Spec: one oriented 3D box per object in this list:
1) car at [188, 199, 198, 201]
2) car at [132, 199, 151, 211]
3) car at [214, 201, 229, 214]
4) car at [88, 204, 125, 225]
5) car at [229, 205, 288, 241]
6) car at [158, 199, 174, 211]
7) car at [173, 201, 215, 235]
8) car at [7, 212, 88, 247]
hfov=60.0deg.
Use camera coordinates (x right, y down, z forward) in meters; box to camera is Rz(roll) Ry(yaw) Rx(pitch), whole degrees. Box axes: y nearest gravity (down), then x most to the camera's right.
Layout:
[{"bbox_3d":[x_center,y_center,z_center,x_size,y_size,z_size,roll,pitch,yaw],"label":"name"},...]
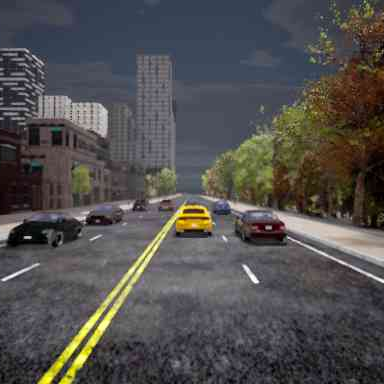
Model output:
[{"bbox_3d":[0.090,1.647,42.575,2.128,1.511,4.902,0,0,0],"label":"car"},{"bbox_3d":[-6.505,1.672,43.061,1.837,1.490,4.892,0,-1,0],"label":"car"},{"bbox_3d":[3.349,1.687,38.217,2.033,1.411,5.357,0,0,0],"label":"car"},{"bbox_3d":[-6.502,1.641,25.563,2.033,1.411,5.357,0,0,0],"label":"car"},{"bbox_3d":[3.348,1.611,17.019,2.033,1.411,5.357,0,0,0],"label":"car"},{"bbox_3d":[-3.256,1.683,43.008,1.812,1.442,4.674,0,0,0],"label":"car"},{"bbox_3d":[0.100,1.549,19.435,1.882,1.535,5.008,0,0,0],"label":"car"},{"bbox_3d":[-6.503,1.619,15.140,1.994,1.385,4.181,0,0,0],"label":"car"}]
